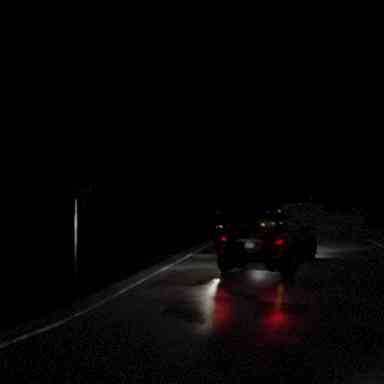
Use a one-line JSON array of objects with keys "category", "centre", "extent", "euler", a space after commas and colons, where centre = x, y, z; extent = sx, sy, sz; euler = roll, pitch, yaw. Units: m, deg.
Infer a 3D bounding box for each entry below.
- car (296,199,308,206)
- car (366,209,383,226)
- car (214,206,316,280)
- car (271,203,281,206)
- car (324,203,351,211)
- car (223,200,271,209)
[{"category": "car", "centre": [26.782, 2.756, 81.488], "extent": [2.150, 2.045, 5.566], "euler": [0, -1, 17]}, {"category": "car", "centre": [15.948, 1.913, 26.190], "extent": [3.988, 1.617, 1.851], "euler": [0, -1, 17]}, {"category": "car", "centre": [2.581, 1.477, 10.688], "extent": [2.097, 1.767, 4.553], "euler": [-1, -2, 30]}, {"category": "car", "centre": [8.165, 1.932, 33.590], "extent": [2.097, 1.767, 4.553], "euler": [0, -1, 17]}, {"category": "car", "centre": [25.268, 2.622, 57.851], "extent": [4.181, 1.381, 1.994], "euler": [0, -1, 17]}, {"category": "car", "centre": [2.425, 1.418, 15.569], "extent": [2.150, 2.045, 5.566], "euler": [-1, -1, 12]}]
